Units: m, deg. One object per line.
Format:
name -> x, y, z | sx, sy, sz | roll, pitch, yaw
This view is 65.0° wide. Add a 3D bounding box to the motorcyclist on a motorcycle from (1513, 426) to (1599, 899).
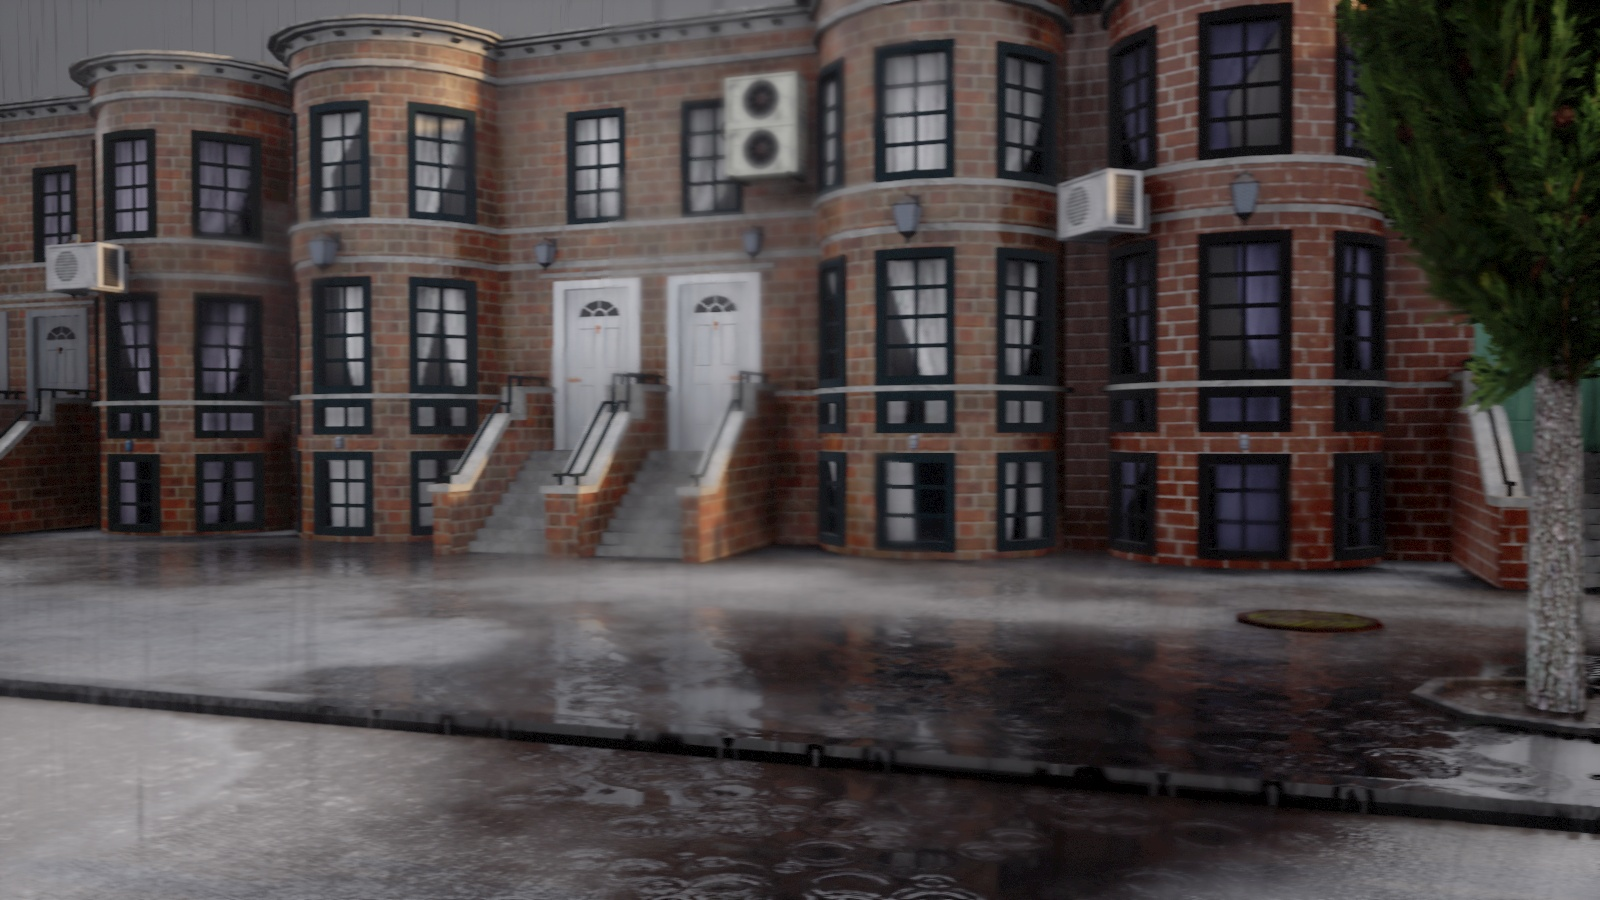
motorcyclist on a motorcycle -> 2.720, 0.745, 2.804 | 1.817, 1.590, 0.866 | 1, 1, 19
